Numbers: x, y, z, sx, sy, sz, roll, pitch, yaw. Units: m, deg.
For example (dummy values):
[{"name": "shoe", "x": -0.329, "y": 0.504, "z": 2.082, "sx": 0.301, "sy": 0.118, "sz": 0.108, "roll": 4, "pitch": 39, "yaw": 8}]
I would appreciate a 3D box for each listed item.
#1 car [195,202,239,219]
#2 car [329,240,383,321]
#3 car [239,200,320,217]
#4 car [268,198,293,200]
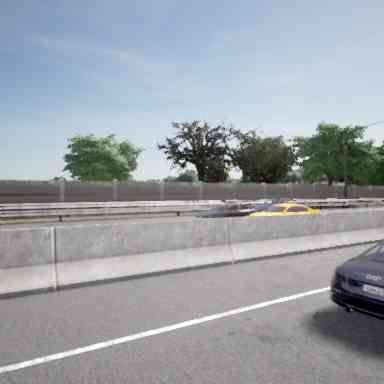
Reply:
[{"name": "car", "x": 2.463, "y": 1.470, "z": 21.839, "sx": 4.892, "sy": 1.490, "sz": 1.837, "roll": 0, "pitch": 0, "yaw": -32}, {"name": "car", "x": 4.610, "y": 1.546, "z": 6.417, "sx": 4.181, "sy": 1.385, "sz": 1.994, "roll": 0, "pitch": 0, "yaw": -32}, {"name": "car", "x": 5.443, "y": 1.446, "z": 19.577, "sx": 5.008, "sy": 1.535, "sz": 1.882, "roll": 0, "pitch": 0, "yaw": -32}, {"name": "car", "x": 7.240, "y": 1.316, "z": 28.946, "sx": 4.553, "sy": 1.767, "sz": 2.097, "roll": 0, "pitch": 0, "yaw": -32}]
